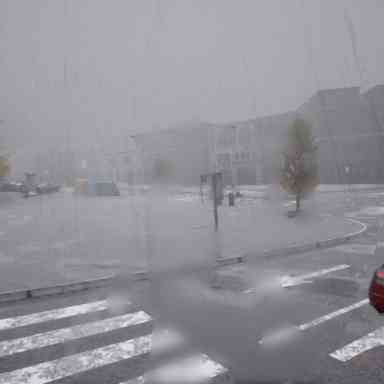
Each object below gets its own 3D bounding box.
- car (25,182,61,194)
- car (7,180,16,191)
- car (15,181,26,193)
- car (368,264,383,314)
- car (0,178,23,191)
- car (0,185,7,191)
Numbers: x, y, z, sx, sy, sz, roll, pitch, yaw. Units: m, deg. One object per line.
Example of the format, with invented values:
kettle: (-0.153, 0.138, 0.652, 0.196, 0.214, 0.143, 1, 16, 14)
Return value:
car: (-21.606, -0.611, 49.392, 2.163, 1.488, 4.792, 1, 6, 17)
car: (-26.362, -0.862, 52.916, 2.002, 1.452, 4.674, 0, 6, 16)
car: (-23.966, -0.775, 51.183, 2.231, 1.521, 4.892, 1, 6, 17)
car: (5.151, 1.490, 6.199, 4.181, 1.385, 1.994, -2, 1, -35)
car: (-31.193, -1.269, 56.272, 2.185, 1.767, 4.553, 0, 6, 15)
car: (-28.759, -1.028, 54.629, 2.097, 1.535, 5.008, 1, 6, 16)
